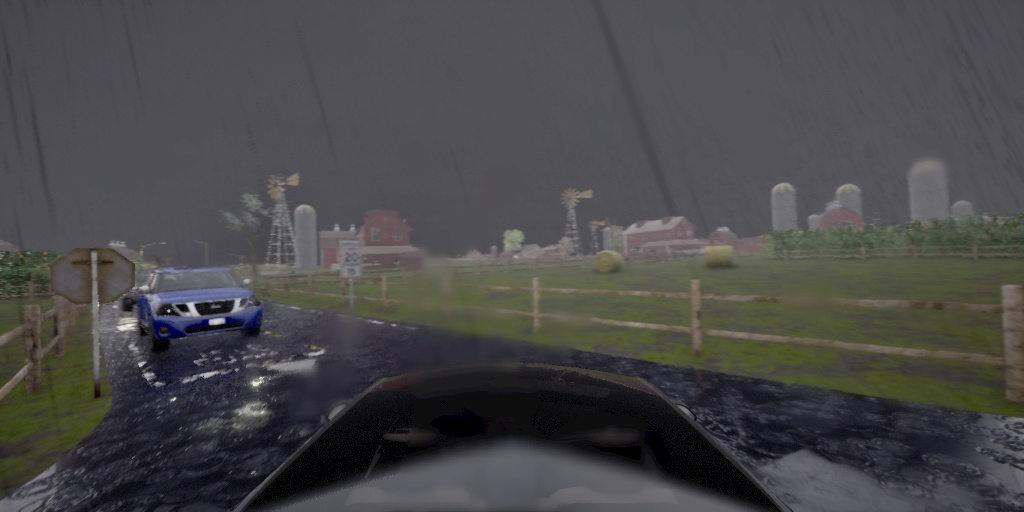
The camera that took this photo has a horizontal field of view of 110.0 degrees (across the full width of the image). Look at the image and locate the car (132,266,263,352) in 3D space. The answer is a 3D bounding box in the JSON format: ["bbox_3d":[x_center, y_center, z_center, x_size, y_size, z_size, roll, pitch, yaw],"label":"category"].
[{"bbox_3d":[-9.284,1.320,10.521,5.566,2.045,2.150,-2,-1,40],"label":"car"}]

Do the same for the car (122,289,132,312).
[{"bbox_3d":[-19.012,1.693,18.958,5.566,2.045,2.150,-3,-1,42],"label":"car"}]

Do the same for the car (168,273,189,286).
[{"bbox_3d":[-41.976,2.901,45.047,1.837,1.490,4.892,-1,-1,-44],"label":"car"}]
